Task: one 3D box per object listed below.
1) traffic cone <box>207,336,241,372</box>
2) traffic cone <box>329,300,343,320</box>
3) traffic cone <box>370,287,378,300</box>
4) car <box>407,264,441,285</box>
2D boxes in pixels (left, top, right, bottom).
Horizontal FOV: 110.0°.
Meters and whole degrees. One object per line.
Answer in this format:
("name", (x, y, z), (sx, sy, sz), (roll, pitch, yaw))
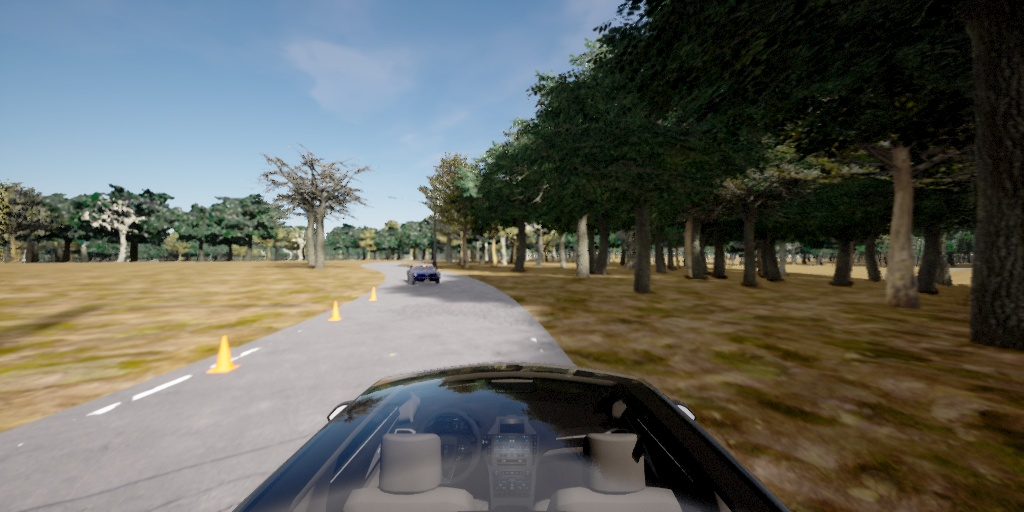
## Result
("traffic cone", (-5.042, 1.692, 6.287), (0.340, 0.580, 0.340), (0, 0, -4))
("traffic cone", (-5.472, 1.677, 11.127), (0.340, 0.580, 0.340), (0, 0, -7))
("traffic cone", (-6.152, 1.657, 15.938), (0.340, 0.580, 0.340), (0, 0, -10))
("car", (-6.211, 1.259, 25.100), (1.895, 1.301, 4.718), (0, 0, -20))
